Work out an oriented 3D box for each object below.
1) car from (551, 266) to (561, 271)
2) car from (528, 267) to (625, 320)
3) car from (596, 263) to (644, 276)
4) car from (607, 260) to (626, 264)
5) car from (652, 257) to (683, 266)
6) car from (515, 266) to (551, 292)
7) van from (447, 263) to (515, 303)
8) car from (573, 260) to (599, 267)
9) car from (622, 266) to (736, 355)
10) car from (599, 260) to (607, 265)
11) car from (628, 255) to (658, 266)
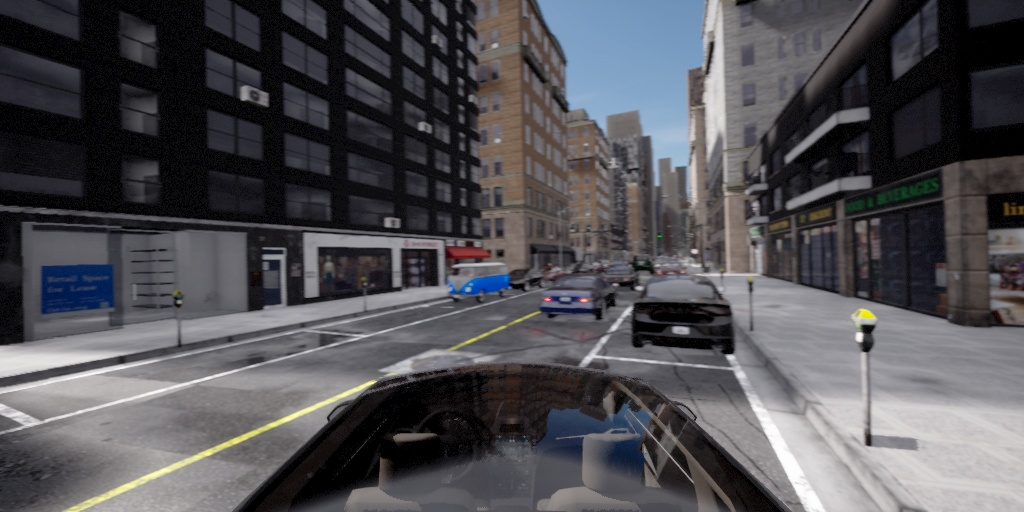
[{"bbox_3d":[2.979,1.434,27.659,1.802,1.307,4.207,0,0,24],"label":"car"},{"bbox_3d":[2.566,1.306,12.776,2.033,1.411,5.357,-2,-1,24],"label":"car"},{"bbox_3d":[6.713,1.320,21.962,1.895,1.301,4.718,-2,0,25],"label":"car"},{"bbox_3d":[12.854,1.262,43.168,2.033,1.411,5.357,-2,0,25],"label":"car"},{"bbox_3d":[10.745,1.074,24.146,1.967,1.591,4.097,0,0,24],"label":"car"},{"bbox_3d":[0.712,1.439,22.646,1.948,1.339,4.313,0,0,24],"label":"car"},{"bbox_3d":[-1.554,1.237,17.633,1.690,1.789,3.998,0,0,24],"label":"van"},{"bbox_3d":[7.512,1.374,37.684,1.948,1.339,4.313,0,0,24],"label":"car"},{"bbox_3d":[4.048,1.173,8.700,1.882,1.535,5.008,-2,0,24],"label":"car"},{"bbox_3d":[9.779,1.370,42.697,1.802,1.307,4.207,0,0,24],"label":"car"},{"bbox_3d":[14.141,0.873,38.658,2.150,2.045,5.566,-2,0,24],"label":"car"}]
